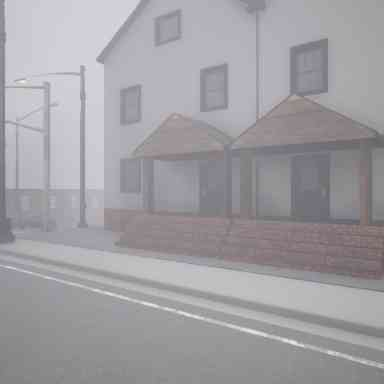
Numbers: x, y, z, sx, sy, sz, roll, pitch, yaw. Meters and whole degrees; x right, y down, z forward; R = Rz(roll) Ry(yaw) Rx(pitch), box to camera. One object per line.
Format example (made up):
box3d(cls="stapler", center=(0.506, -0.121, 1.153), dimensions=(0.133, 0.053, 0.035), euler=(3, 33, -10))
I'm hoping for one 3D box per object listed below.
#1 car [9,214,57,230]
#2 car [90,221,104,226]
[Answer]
box3d(cls="car", center=(-14.074, 2.655, 29.325), dimensions=(1.994, 1.385, 4.181), euler=(0, -9, 36))
box3d(cls="car", center=(-8.973, 3.820, 36.415), dimensions=(2.097, 1.767, 4.553), euler=(0, -12, 35))
